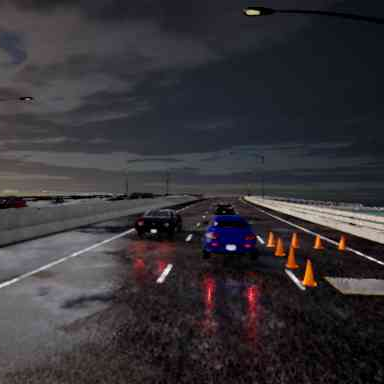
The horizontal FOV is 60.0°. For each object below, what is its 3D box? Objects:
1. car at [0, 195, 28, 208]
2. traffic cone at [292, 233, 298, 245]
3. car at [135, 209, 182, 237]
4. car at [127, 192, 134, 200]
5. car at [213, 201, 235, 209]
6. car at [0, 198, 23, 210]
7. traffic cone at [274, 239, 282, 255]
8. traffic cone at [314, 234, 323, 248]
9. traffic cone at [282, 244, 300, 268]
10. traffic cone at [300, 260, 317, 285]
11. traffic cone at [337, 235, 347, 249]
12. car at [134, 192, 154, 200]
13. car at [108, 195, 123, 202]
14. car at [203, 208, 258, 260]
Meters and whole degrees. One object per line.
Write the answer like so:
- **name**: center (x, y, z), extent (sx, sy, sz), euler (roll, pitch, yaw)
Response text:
- **car**: center (-15.176, 1.035, 26.492), extent (2.097, 1.767, 4.553), euler (1, 0, 5)
- **traffic cone**: center (4.452, 2.083, 14.387), extent (0.340, 0.580, 0.340), euler (1, 0, 5)
- **car**: center (-1.644, 1.591, 18.150), extent (1.895, 1.301, 4.718), euler (1, 0, 5)
- **car**: center (-11.304, 1.044, 66.898), extent (2.150, 2.045, 5.566), euler (1, 0, 6)
- **car**: center (3.050, 1.612, 31.853), extent (2.128, 1.511, 4.902), euler (1, 0, 5)
- **car**: center (-12.276, 1.266, 19.341), extent (1.812, 1.442, 4.674), euler (1, 0, 5)
- **traffic cone**: center (3.297, 2.053, 12.472), extent (0.340, 0.580, 0.340), euler (1, 0, 5)
- **traffic cone**: center (5.448, 2.107, 14.308), extent (0.340, 0.580, 0.340), euler (1, 0, 5)
- **traffic cone**: center (3.139, 2.046, 10.479), extent (0.340, 0.580, 0.340), euler (1, 0, 5)
- **traffic cone**: center (2.980, 2.040, 8.485), extent (0.340, 0.580, 0.340), euler (1, 0, 5)
- **traffic cone**: center (6.444, 2.130, 14.228), extent (0.340, 0.580, 0.340), euler (1, 0, 5)
- **car**: center (-8.380, 1.108, 61.184), extent (2.150, 2.045, 5.566), euler (1, 0, 6)
- **car**: center (-14.985, 1.293, 65.369), extent (1.994, 1.385, 4.181), euler (1, 0, 6)
- **car**: center (1.409, 1.579, 12.711), extent (1.812, 1.442, 4.674), euler (1, 0, 4)
